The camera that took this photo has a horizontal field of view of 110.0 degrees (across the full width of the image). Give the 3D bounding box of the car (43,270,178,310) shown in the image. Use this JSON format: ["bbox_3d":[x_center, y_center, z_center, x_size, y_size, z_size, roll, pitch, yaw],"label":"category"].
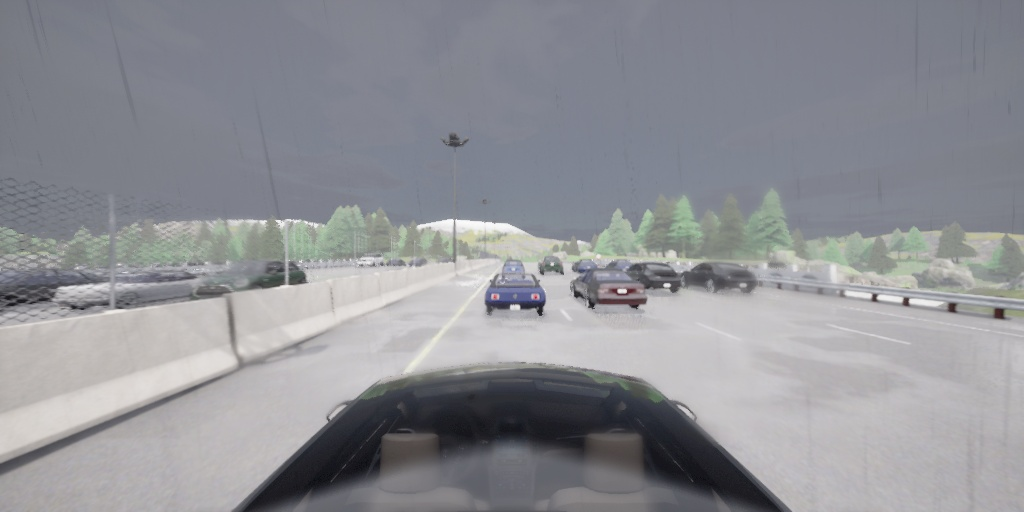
[{"bbox_3d":[-14.100,1.224,13.933,1.895,1.301,4.718,0,1,0],"label":"car"}]

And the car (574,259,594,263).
[{"bbox_3d":[7.103,0.982,35.128,1.994,1.385,4.181,0,0,0],"label":"car"}]

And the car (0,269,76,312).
[{"bbox_3d":[-17.600,1.178,13.207,2.033,1.411,5.357,0,1,0],"label":"car"}]

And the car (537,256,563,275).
[{"bbox_3d":[3.603,0.777,34.210,2.097,1.767,4.553,0,0,0],"label":"car"}]

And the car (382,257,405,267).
[{"bbox_3d":[-17.557,0.957,54.331,1.994,1.385,4.181,0,0,0],"label":"car"}]

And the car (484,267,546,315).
[{"bbox_3d":[0.099,1.235,12.998,1.895,1.301,4.718,0,1,0],"label":"car"}]

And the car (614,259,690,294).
[{"bbox_3d":[7.101,1.079,18.832,1.837,1.490,4.892,0,1,0],"label":"car"}]

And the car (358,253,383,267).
[{"bbox_3d":[-21.052,0.612,53.923,2.150,2.045,5.566,0,0,1],"label":"car"}]

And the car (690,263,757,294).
[{"bbox_3d":[10.601,1.079,18.852,1.837,1.490,4.892,0,1,0],"label":"car"}]

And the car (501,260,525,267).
[{"bbox_3d":[0.103,1.016,29.160,2.033,1.411,5.357,0,1,0],"label":"car"}]

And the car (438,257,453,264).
[{"bbox_3d":[-10.546,0.912,57.205,1.837,1.490,4.892,0,0,0],"label":"car"}]

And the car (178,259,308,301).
[{"bbox_3d":[-10.599,0.965,14.890,2.097,1.767,4.553,0,1,0],"label":"car"}]

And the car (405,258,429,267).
[{"bbox_3d":[-14.057,0.942,54.444,2.033,1.411,5.357,0,0,1],"label":"car"}]

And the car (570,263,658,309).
[{"bbox_3d":[3.601,1.169,14.211,2.033,1.411,5.357,0,1,0],"label":"car"}]

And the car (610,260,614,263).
[{"bbox_3d":[10.603,0.983,35.023,1.994,1.385,4.181,0,0,0],"label":"car"}]
